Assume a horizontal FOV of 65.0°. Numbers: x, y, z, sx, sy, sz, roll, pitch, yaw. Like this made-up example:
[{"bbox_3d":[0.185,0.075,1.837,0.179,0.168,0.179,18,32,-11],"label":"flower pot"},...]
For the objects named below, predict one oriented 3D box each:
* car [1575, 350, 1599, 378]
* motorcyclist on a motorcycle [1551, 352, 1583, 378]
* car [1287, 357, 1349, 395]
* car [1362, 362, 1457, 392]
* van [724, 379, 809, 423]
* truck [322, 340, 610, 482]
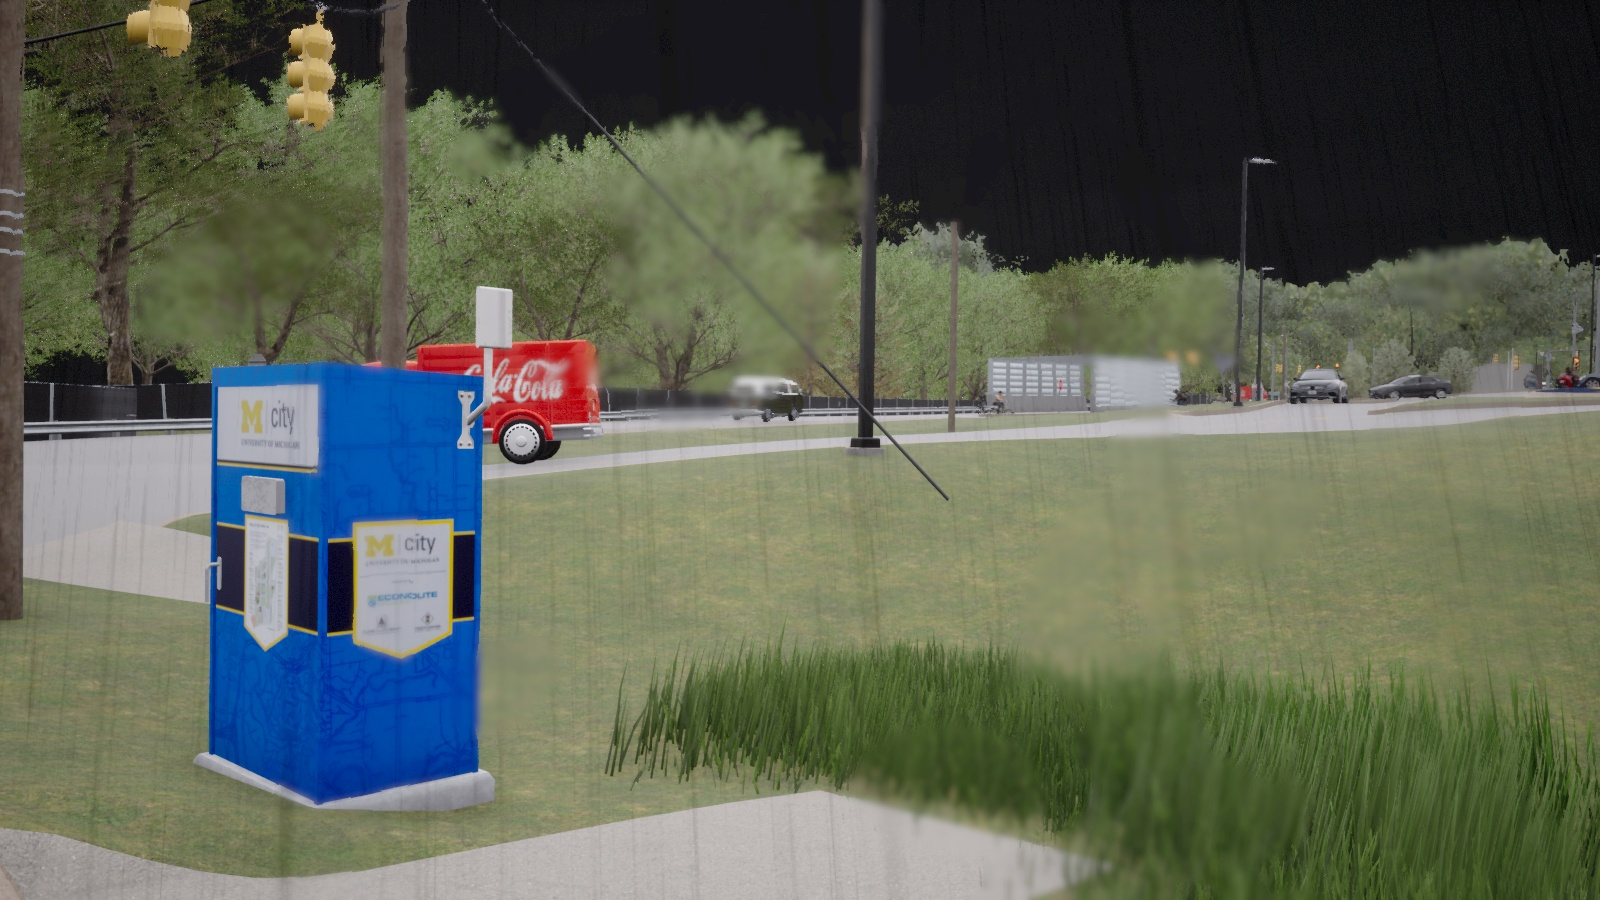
[{"bbox_3d":[44.917,-4.800,69.054,3.806,1.475,1.970,-2,1,34],"label":"car"},{"bbox_3d":[48.188,-5.337,78.887,2.044,1.523,0.797,-5,4,-30],"label":"motorcyclist on a motorcycle"},{"bbox_3d":[21.192,-2.979,51.295,1.812,1.442,4.674,0,3,29],"label":"car"},{"bbox_3d":[36.904,-4.405,76.103,4.892,1.490,1.837,-4,3,-4],"label":"car"},{"bbox_3d":[-1.562,-2.355,60.216,2.069,2.038,4.480,1,3,29],"label":"van"},{"bbox_3d":[-6.766,-0.802,26.067,5.204,2.467,2.627,-4,1,-3],"label":"truck"}]
